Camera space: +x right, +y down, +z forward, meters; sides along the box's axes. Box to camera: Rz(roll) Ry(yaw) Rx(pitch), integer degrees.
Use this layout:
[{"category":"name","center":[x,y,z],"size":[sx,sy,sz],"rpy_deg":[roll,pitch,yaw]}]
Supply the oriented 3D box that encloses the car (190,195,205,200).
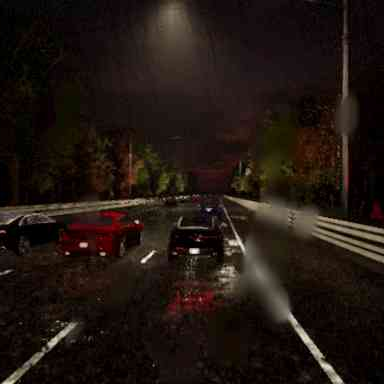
[{"category":"car","center":[1.262,1.893,71.867],"size":[1.882,1.535,5.008],"rpy_deg":[0,0,4]}]

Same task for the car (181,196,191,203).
[{"category":"car","center":[-1.618,1.973,80.129],"size":[2.033,1.411,5.357],"rpy_deg":[0,0,4]}]

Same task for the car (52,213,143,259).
[{"category":"car","center":[-3.234,1.536,12.971],"size":[1.882,1.535,5.008],"rpy_deg":[0,0,4]}]

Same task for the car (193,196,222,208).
[{"category":"car","center":[1.551,1.546,29.621],"size":[2.097,1.767,4.553],"rpy_deg":[0,0,4]}]

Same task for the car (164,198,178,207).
[{"category":"car","center":[-3.444,1.778,56.172],"size":[1.882,1.535,5.008],"rpy_deg":[0,0,4]}]

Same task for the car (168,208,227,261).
[{"category":"car","center":[0.256,1.589,12.685],"size":[1.837,1.490,4.892],"rpy_deg":[0,0,4]}]

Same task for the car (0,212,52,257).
[{"category":"car","center":[-6.721,1.525,13.226],"size":[2.128,1.511,4.902],"rpy_deg":[0,0,4]}]
